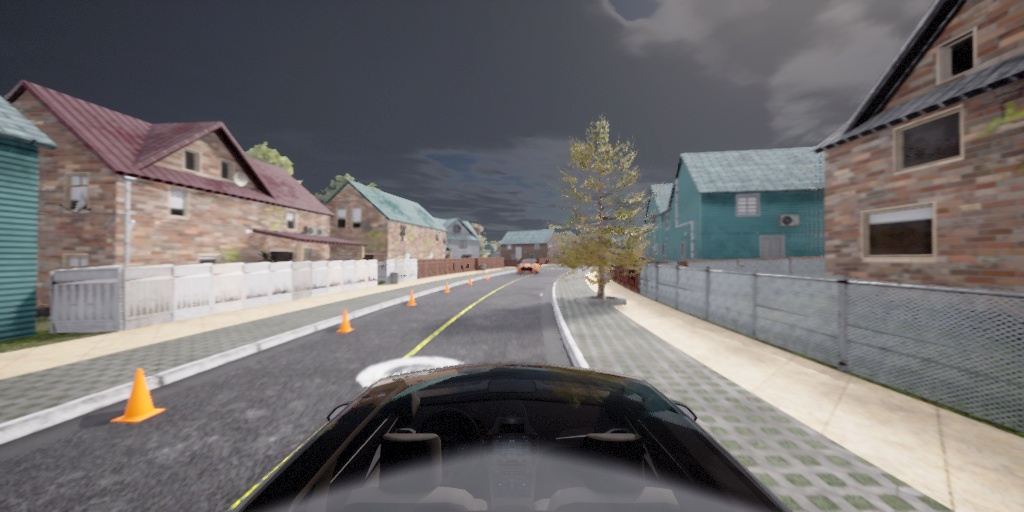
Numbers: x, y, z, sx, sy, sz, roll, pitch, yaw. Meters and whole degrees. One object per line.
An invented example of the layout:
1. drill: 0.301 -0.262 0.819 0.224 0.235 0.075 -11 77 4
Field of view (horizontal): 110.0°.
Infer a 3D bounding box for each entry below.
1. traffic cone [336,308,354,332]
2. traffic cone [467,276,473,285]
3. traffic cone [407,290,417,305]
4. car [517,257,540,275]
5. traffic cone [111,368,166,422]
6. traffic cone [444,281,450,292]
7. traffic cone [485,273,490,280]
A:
1. traffic cone: -4.424 1.690 9.520 0.340 0.580 0.340 0 0 3
2. traffic cone: -2.874 1.680 24.673 0.340 0.580 0.340 0 0 9
3. traffic cone: -4.071 1.689 14.587 0.340 0.580 0.340 0 0 5
4. car: 1.830 1.044 38.451 2.097 1.767 4.553 0 0 9
5. traffic cone: -4.617 1.687 4.444 0.340 0.580 0.340 0 0 1
6. traffic cone: -3.553 1.686 19.640 0.340 0.580 0.340 0 0 7
7. traffic cone: -2.034 1.670 29.683 0.340 0.580 0.340 0 0 10
